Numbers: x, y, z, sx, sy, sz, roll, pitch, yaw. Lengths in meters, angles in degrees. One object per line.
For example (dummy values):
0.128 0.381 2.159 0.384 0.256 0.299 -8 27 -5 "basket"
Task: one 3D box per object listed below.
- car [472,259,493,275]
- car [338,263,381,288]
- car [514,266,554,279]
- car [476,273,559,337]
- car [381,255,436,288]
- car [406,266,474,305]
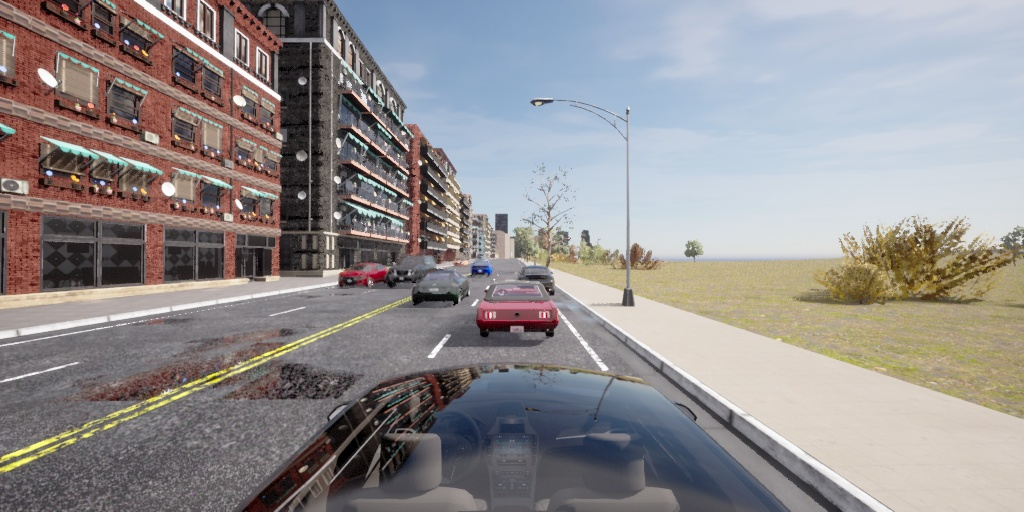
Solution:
-3.001 1.229 36.386 1.882 1.535 5.008 0 0 0 "car"
-9.756 1.230 24.000 1.882 1.535 5.008 0 0 0 "car"
1.213 1.257 19.446 1.837 1.490 4.892 0 0 0 "car"
0.135 1.352 10.246 1.895 1.301 4.718 0 0 0 "car"
-6.506 0.974 23.927 2.150 2.045 5.566 0 0 0 "car"
-3.090 1.315 16.214 1.994 1.385 4.181 0 0 0 "car"
